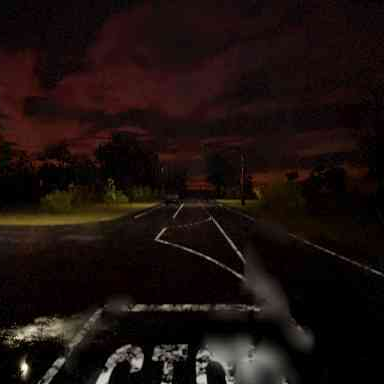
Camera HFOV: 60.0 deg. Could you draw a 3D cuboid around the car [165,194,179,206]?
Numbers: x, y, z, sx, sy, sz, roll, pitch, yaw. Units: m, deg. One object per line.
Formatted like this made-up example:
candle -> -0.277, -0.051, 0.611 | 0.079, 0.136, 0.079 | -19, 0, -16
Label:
car -> -3.474, 1.393, 58.928 | 2.150, 2.045, 5.566 | 0, 0, 0
